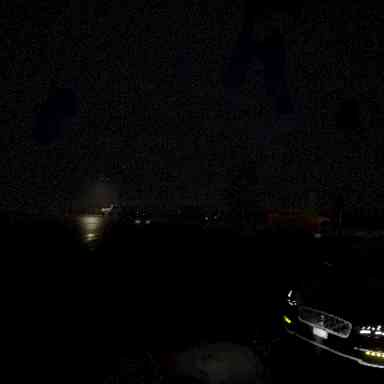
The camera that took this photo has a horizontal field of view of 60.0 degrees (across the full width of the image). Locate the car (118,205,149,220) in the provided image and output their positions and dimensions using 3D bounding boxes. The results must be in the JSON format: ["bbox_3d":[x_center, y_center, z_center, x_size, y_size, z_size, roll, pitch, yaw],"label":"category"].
[{"bbox_3d":[-8.180,2.862,47.775,2.150,2.045,5.566,2,-3,-35],"label":"car"}]

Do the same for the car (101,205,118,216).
[{"bbox_3d":[-15.128,3.523,62.550,2.150,2.045,5.566,2,-3,-36],"label":"car"}]

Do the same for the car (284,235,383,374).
[{"bbox_3d":[3.602,1.532,5.578,4.892,1.490,1.837,0,0,-35],"label":"car"}]

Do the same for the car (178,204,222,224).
[{"bbox_3d":[0.728,2.291,35.221,2.150,2.045,5.566,2,-3,-35],"label":"car"}]

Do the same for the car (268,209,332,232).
[{"bbox_3d":[7.975,2.089,25.008,1.882,1.535,5.008,2,-3,-35],"label":"car"}]
